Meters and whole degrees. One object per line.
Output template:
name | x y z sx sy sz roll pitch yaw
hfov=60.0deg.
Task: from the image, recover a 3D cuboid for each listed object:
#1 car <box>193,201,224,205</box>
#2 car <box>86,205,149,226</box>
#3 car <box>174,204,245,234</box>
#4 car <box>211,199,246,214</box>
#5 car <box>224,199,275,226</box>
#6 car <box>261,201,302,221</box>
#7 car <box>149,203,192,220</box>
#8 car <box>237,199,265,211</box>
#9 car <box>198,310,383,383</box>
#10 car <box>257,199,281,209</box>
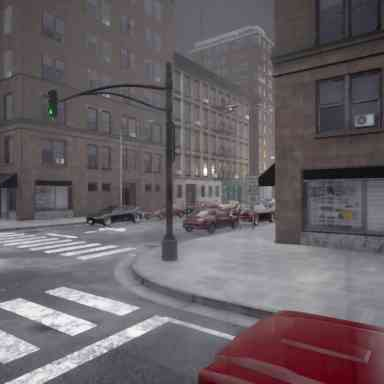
car | 1.026 1.563 32.579 1.887 1.381 4.507 0 0 36
car | -5.406 1.588 23.610 1.947 1.339 4.313 0 0 36
car | 1.116 1.554 18.934 1.802 1.307 4.206 0 0 36
car | 4.142 1.542 36.925 1.752 1.417 4.829 0 0 36
car | 4.332 1.411 23.419 1.967 1.590 4.097 0 0 36
car | 7.648 1.494 28.042 1.752 1.417 4.829 0 0 36
car | -2.190 1.602 28.094 1.802 1.307 4.206 0 0 36
car | 7.458 1.598 41.547 1.802 1.307 4.206 0 0 36
car | 2.294 1.601 2.052 4.718 1.301 1.895 0 0 36
car | 10.673 1.599 46.031 1.802 1.307 4.206 0 0 36
